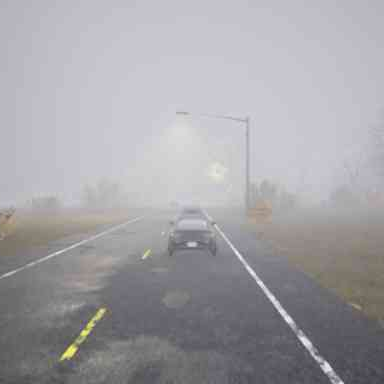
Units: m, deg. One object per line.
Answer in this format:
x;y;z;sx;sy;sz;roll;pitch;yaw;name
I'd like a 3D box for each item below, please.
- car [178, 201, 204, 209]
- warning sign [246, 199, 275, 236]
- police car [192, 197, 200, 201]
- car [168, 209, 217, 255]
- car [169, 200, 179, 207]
0.031;1.803;28.478;1.837;1.490;4.892;0;0;1;car
3.542;1.297;17.310;1.300;1.860;1.060;-1;-1;0;warning sign
1.079;2.354;93.406;1.930;1.638;5.238;0;-1;0;police car
0.031;1.672;13.866;1.812;1.442;4.674;0;0;1;car
-3.490;2.207;65.400;2.033;1.411;5.357;0;-1;0;car
